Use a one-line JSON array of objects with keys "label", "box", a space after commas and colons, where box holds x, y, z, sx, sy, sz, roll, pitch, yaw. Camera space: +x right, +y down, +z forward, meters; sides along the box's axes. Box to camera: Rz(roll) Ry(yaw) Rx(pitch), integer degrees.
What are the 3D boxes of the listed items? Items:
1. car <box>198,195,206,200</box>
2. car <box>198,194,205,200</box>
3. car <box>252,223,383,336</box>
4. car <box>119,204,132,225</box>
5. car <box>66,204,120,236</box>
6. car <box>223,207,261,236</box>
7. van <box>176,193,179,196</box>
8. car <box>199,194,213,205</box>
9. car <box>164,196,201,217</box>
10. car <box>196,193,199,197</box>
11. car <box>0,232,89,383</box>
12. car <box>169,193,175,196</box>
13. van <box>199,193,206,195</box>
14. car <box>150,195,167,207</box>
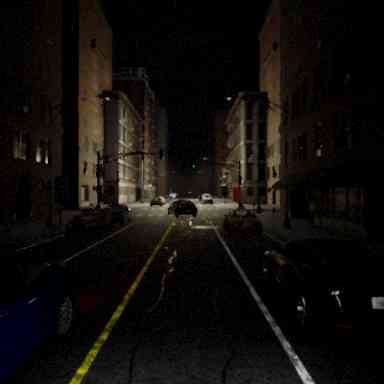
[{"label": "car", "box": [2.665, 1.441, 88.416, 2.008, 1.369, 4.403, 0, 0, 0]}, {"label": "car", "box": [2.668, 1.408, 93.991, 1.752, 1.417, 4.829, 0, 0, 0]}, {"label": "car", "box": [2.639, 1.559, 6.653, 1.947, 1.339, 4.313, 0, 0, 0]}, {"label": "car", "box": [-5.382, 1.524, 23.697, 2.008, 1.369, 4.403, 0, 0, 0]}, {"label": "car", "box": [-5.384, 1.562, 18.015, 1.802, 1.307, 4.206, 0, 0, 0]}, {"label": "car", "box": [2.642, 1.505, 18.185, 1.752, 1.417, 4.829, 0, 0, 0]}, {"label": "van", "box": [-5.412, 1.224, 93.822, 1.690, 1.788, 3.998, 0, 0, 0]}, {"label": "car", "box": [2.651, 1.482, 55.979, 2.008, 1.369, 4.403, 0, 0, 0]}, {"label": "car", "box": [-0.995, 1.438, 30.970, 1.882, 1.535, 5.008, 0, 0, -16]}, {"label": "car", "box": [2.660, 1.219, 77.603, 2.192, 1.841, 5.009, 0, 0, 0]}, {"label": "car", "box": [-2.848, 1.521, 3.859, 1.812, 1.442, 4.674, 0, 0, 0]}, {"label": "car", "box": [-5.396, 1.350, 72.198, 1.967, 1.590, 4.097, 0, 0, 0]}, {"label": "van", "box": [2.653, 1.265, 61.385, 1.690, 1.788, 3.998, 0, 0, 0]}, {"label": "car", "box": [-5.380, 1.489, 50.573, 2.008, 1.369, 4.403, 0, 0, 0]}]
